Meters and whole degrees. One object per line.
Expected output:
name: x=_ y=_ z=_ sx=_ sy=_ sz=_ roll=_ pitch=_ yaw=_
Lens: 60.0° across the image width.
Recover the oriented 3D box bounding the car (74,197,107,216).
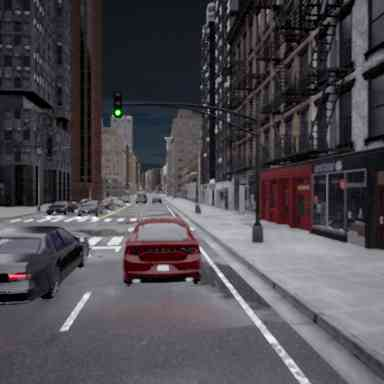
car: x=-10.129 y=1.565 z=33.519 sx=1.837 sy=1.490 sz=4.892 roll=0 pitch=0 yaw=-6

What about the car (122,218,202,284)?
car: x=-0.874 y=1.491 z=9.689 sx=1.882 sy=1.535 sz=5.008 roll=0 pitch=0 yaw=-6

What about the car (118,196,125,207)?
car: x=-12.215 y=1.699 z=52.960 sx=1.895 sy=1.301 sz=4.718 roll=0 pitch=0 yaw=-6

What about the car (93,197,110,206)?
car: x=-16.179 y=1.659 z=59.708 sx=2.033 sy=1.411 sz=5.357 roll=0 pitch=0 yaw=-6

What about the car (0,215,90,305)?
car: x=-3.936 y=1.560 z=8.279 sx=2.033 sy=1.411 sz=5.357 roll=0 pitch=0 yaw=-6

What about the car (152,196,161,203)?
car: x=-8.009 y=1.678 z=75.413 sx=2.033 sy=1.411 sz=5.357 roll=0 pitch=0 yaw=-6

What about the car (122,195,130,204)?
car: x=-13.671 y=1.476 z=67.231 sx=2.097 sy=1.767 sz=4.553 roll=0 pitch=0 yaw=-6

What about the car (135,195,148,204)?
car: x=-10.152 y=1.722 z=65.896 sx=1.895 sy=1.301 sz=4.718 roll=0 pitch=0 yaw=-6

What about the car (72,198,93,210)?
car: x=-14.571 y=1.609 z=44.557 sx=1.812 sy=1.442 sz=4.674 roll=0 pitch=0 yaw=-7

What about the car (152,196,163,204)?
car: x=-6.797 y=1.623 z=65.105 sx=1.837 sy=1.490 sz=4.892 roll=0 pitch=0 yaw=-6

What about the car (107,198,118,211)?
car: x=-11.136 y=1.583 z=42.878 sx=1.837 sy=1.490 sz=4.892 roll=0 pitch=0 yaw=-6

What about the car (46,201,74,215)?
car: x=-13.530 y=1.611 z=34.738 sx=2.033 sy=1.411 sz=5.357 roll=0 pitch=0 yaw=-6
